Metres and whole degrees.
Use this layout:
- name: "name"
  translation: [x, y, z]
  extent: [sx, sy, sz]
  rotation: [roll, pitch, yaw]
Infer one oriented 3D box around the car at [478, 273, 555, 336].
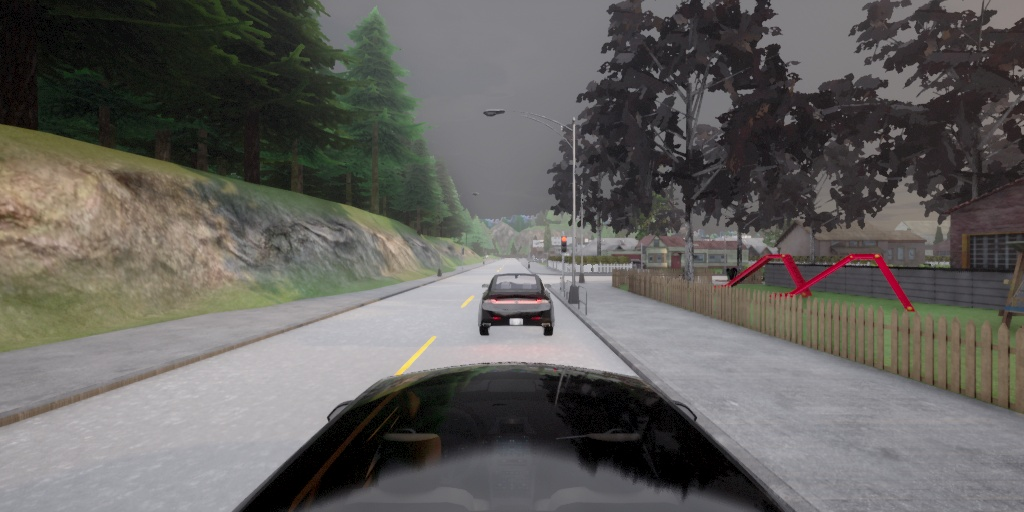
- name: "car"
  translation: [0.125, 1.241, 10.364]
  extent: [2.128, 1.511, 4.902]
  rotation: [0, 0, 1]
